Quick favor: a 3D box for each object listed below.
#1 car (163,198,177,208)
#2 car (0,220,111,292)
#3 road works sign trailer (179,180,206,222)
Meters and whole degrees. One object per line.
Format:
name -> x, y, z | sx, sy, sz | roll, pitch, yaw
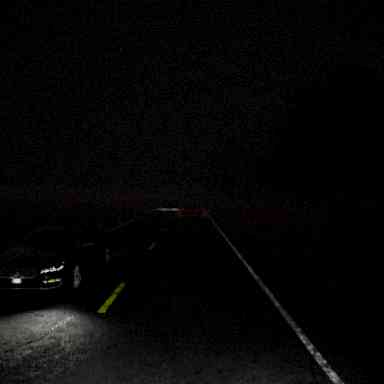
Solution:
car -> -3.506, 1.812, 53.166 | 1.837, 1.490, 4.892 | 0, 0, 0
car -> -3.589, 1.592, 9.254 | 1.837, 1.490, 4.892 | 0, -1, 0
road works sign trailer -> 0.041, 0.715, 29.205 | 2.380, 3.560, 2.880 | 0, 0, 1
